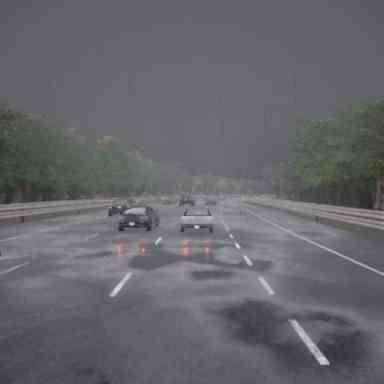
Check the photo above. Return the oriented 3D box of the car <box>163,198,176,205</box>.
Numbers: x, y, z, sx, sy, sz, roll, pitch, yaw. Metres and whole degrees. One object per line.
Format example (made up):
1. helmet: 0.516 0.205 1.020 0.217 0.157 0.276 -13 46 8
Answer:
1. car: -3.673 1.621 57.493 1.895 1.301 4.718 0 0 7

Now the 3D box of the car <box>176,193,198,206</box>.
1. car: -0.667 1.250 52.887 2.150 2.045 5.566 0 0 6

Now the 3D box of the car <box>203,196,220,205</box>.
1. car: 3.444 1.662 58.074 1.895 1.301 4.718 0 0 7

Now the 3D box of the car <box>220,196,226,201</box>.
1. car: 7.534 1.697 84.864 2.033 1.411 5.357 0 0 11

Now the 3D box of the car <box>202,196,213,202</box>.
1. car: 3.915 1.676 84.537 2.033 1.411 5.357 0 0 10

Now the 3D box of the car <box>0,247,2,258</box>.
1. car: -6.914 1.527 8.628 1.994 1.385 4.181 0 0 1

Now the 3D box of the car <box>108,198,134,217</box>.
1. car: -6.076 1.330 30.544 2.097 1.767 4.553 0 0 4

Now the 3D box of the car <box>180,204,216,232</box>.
1. car: 0.357 1.610 20.226 1.895 1.301 4.718 0 0 2

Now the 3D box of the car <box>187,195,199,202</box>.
1. car: 0.310 1.640 84.268 2.128 1.511 4.902 0 0 10

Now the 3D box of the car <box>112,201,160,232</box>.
1. car: -3.100 1.516 19.923 1.812 1.442 4.674 0 0 2
